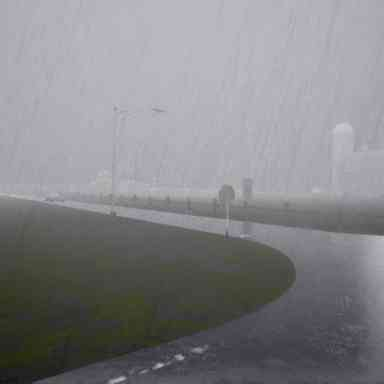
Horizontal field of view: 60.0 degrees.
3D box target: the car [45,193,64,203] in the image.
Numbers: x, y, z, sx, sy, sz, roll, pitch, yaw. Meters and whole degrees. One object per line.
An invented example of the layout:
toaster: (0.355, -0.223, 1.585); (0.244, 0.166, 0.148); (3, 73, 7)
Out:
car: (-20.234, 0.828, 48.864); (1.812, 1.442, 4.674); (1, 0, -36)
